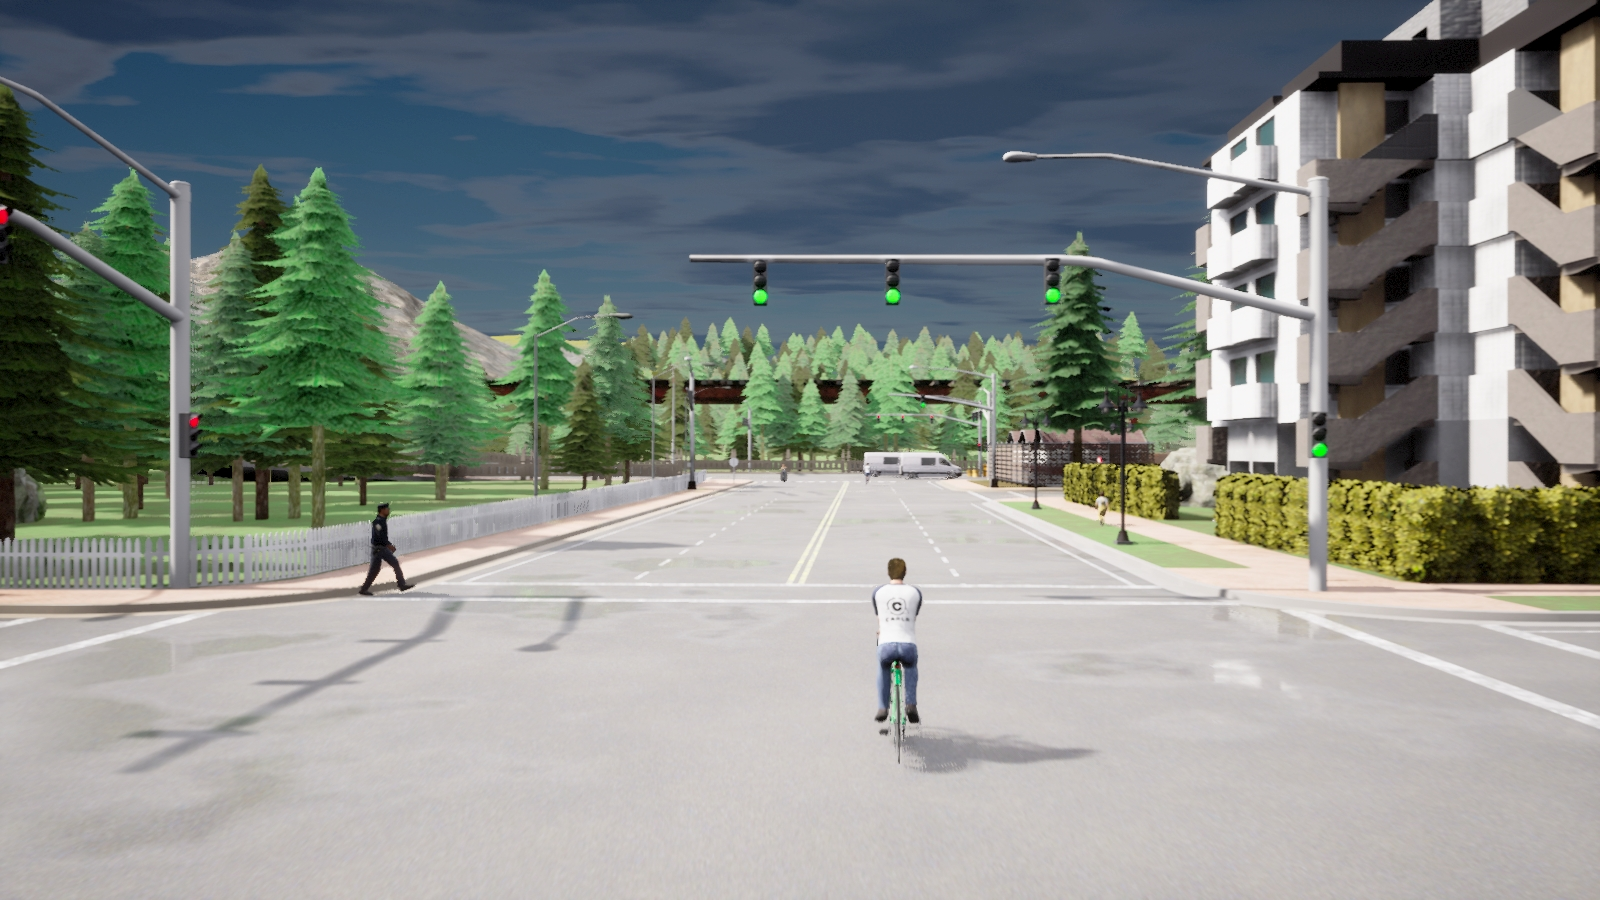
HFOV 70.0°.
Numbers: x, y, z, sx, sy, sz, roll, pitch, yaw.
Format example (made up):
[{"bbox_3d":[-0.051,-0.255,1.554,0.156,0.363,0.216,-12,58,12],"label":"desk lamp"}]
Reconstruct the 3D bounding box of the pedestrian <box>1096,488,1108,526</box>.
[{"bbox_3d":[10.518,1.971,39.793,0.375,1.300,0.375,0,0,5],"label":"pedestrian"}]

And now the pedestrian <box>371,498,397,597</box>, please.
[{"bbox_3d":[-7.910,1.846,21.718,0.375,1.860,0.375,0,0,-3],"label":"pedestrian"}]
